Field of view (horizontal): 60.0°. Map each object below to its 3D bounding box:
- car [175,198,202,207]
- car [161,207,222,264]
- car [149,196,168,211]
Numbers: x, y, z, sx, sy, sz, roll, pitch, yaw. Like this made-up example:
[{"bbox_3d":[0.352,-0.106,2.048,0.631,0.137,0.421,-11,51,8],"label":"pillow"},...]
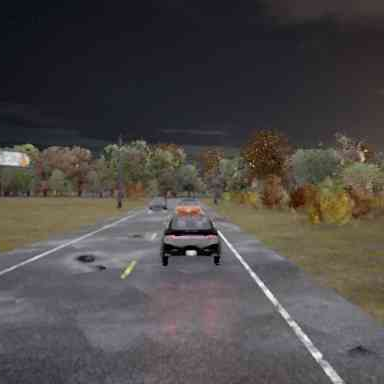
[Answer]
[{"bbox_3d":[-0.290,1.376,26.898,2.097,1.767,4.553,0,0,-1],"label":"car"},{"bbox_3d":[-0.047,1.504,11.788,2.128,1.511,4.902,0,0,-1],"label":"car"},{"bbox_3d":[-4.217,1.386,41.994,2.097,1.767,4.553,0,0,-1],"label":"car"}]
